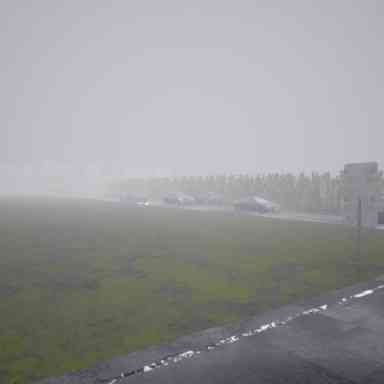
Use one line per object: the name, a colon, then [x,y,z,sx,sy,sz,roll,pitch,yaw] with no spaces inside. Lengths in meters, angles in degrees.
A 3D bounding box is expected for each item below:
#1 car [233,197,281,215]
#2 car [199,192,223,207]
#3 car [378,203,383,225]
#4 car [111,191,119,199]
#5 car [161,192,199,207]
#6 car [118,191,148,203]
car: [5.610,1.171,29.139,1.812,1.442,4.674,1,1,-36]
car: [1.638,0.830,39.704,2.097,1.767,4.553,1,1,-36]
car: [11.879,1.328,18.898,1.882,1.535,5.008,1,0,-23]
car: [-12.969,0.536,59.993,2.128,1.511,4.902,1,1,-36]
car: [-1.722,0.775,39.333,2.097,1.767,4.553,1,1,-36]
car: [-8.356,0.772,48.609,2.033,1.411,5.357,1,1,-35]
